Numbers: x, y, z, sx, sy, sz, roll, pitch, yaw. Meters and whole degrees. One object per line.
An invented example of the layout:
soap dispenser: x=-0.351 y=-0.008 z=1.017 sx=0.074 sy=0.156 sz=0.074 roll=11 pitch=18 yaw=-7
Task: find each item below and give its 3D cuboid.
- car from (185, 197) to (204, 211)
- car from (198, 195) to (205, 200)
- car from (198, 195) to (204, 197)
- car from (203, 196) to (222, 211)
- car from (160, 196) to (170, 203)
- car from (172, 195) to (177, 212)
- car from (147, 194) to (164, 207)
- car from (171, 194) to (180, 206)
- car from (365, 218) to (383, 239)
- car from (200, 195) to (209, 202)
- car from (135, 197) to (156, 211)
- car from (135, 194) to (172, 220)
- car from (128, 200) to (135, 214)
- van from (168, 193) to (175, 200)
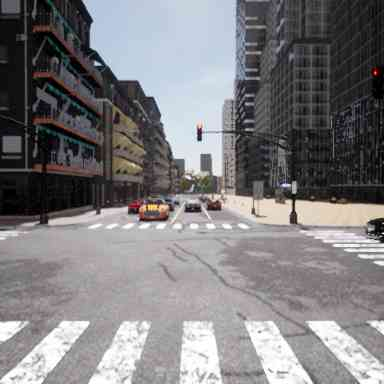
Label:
car: x=0.137 y=1.574 z=39.899 sx=1.895 sy=1.301 sz=4.718 roll=0 pitch=0 yaw=0
car: x=2.715 y=1.483 z=92.159 sx=1.752 sy=1.417 sz=4.829 roll=-1 pitch=0 yaw=0
car: x=2.694 y=1.515 z=63.744 sx=2.008 sy=1.369 sz=4.403 roll=-1 pitch=0 yaw=0
car: x=2.677 y=1.517 z=41.148 sx=1.887 sy=1.381 sz=4.507 roll=-1 pitch=0 yaw=0
car: x=-5.649 y=1.545 z=69.342 sx=1.802 sy=1.307 sz=4.206 roll=-1 pitch=0 yaw=0
car: x=-3.067 y=1.477 z=38.874 sx=1.837 sy=1.490 sz=4.892 roll=0 pitch=1 yaw=0
car: x=-5.665 y=1.283 z=52.395 sx=2.192 sy=1.841 sz=5.009 roll=-1 pitch=0 yaw=0
car: x=-3.025 y=1.514 z=56.121 sx=2.033 sy=1.411 sz=5.357 roll=0 pitch=0 yaw=0
car: x=10.325 y=1.445 z=14.796 sx=4.892 sy=1.490 sz=1.837 roll=0 pitch=1 yaw=0
car: x=2.703 y=1.506 z=75.042 sx=1.887 sy=1.381 sz=4.507 roll=-1 pitch=0 yaw=0
car: x=-5.672 y=1.413 z=41.097 sx=1.967 sy=1.590 sz=4.097 roll=-1 pitch=0 yaw=0
car: x=-3.078 y=1.333 z=27.702 sx=2.097 sy=1.767 sz=4.553 roll=0 pitch=0 yaw=0
car: x=-5.674 y=1.521 z=35.448 sx=1.887 sy=1.381 sz=4.507 roll=-1 pitch=0 yaw=0
van: x=-5.635 y=1.299 z=91.936 sx=1.690 sy=1.788 sz=3.998 roll=-1 pitch=0 yaw=0
